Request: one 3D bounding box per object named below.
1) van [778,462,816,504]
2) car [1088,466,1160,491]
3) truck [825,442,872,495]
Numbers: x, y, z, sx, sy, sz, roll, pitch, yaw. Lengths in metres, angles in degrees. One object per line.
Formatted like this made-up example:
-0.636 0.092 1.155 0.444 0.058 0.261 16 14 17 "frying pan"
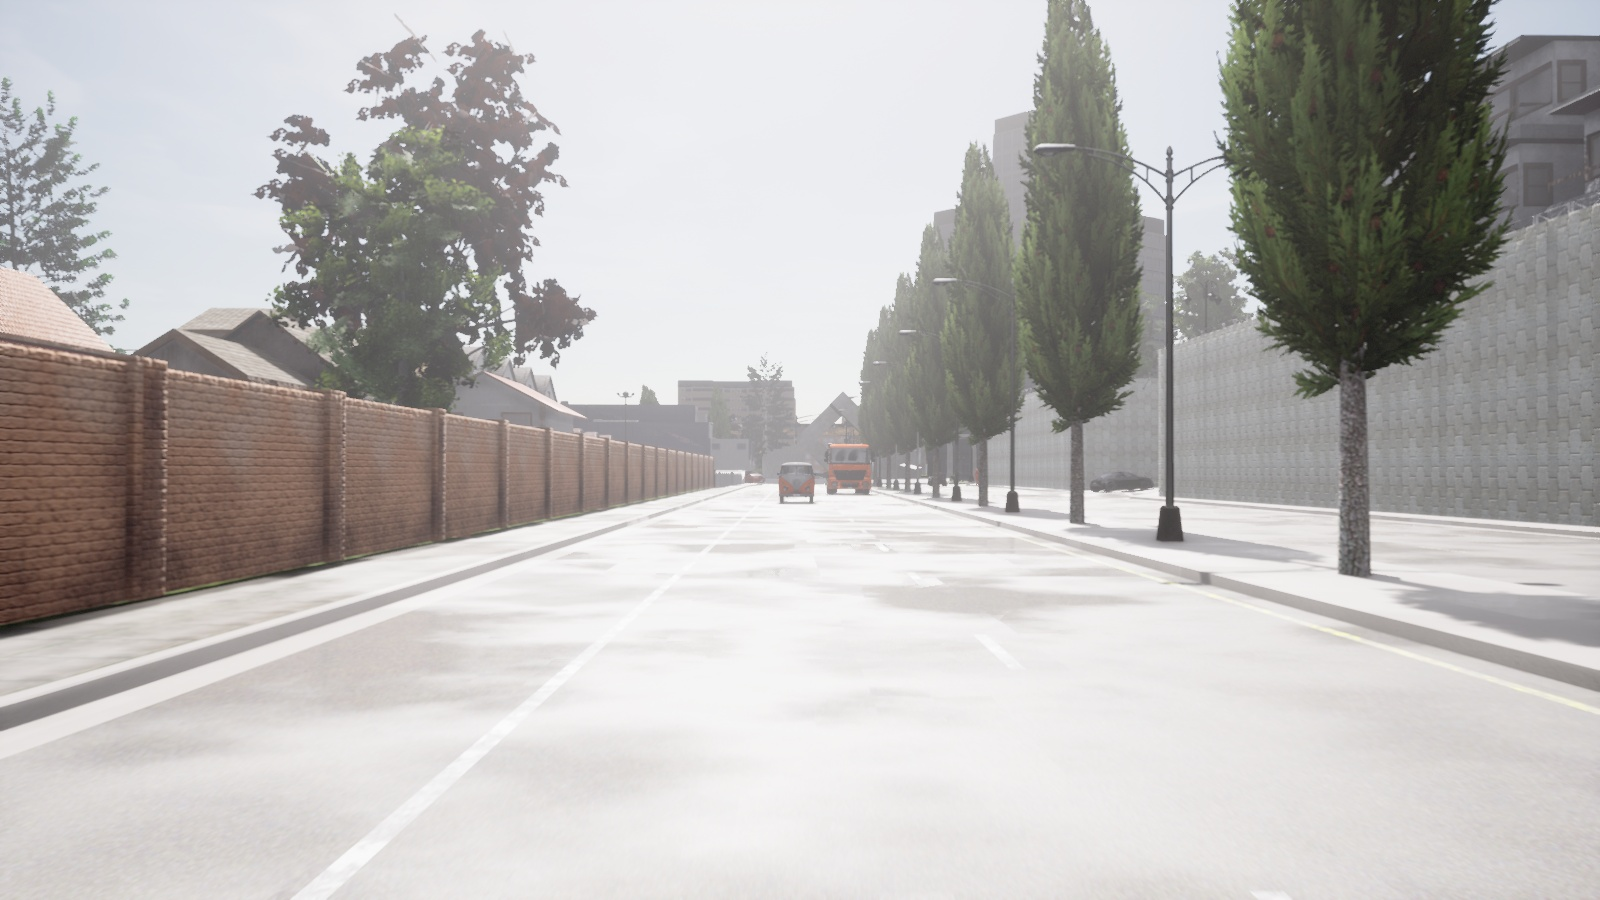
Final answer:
-0.150 1.600 61.632 1.775 1.987 4.442 0 -1 0 "van"
21.789 1.934 84.601 4.181 1.385 1.994 -3 -1 -15 "car"
3.288 1.267 86.470 2.891 3.462 7.936 0 -1 0 "truck"
